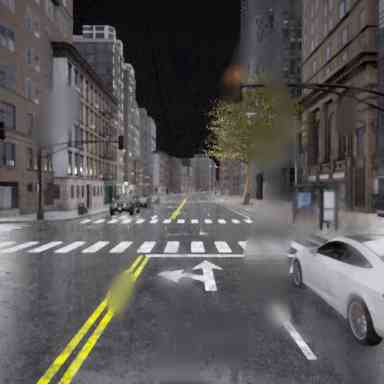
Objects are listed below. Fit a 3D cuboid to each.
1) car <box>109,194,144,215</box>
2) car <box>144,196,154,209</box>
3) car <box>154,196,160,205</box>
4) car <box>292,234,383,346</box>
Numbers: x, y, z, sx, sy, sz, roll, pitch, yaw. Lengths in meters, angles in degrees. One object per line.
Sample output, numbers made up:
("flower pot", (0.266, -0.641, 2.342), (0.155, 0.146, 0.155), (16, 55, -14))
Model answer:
("car", (-6.601, 1.180, 33.322), (2.150, 2.045, 5.566), (0, 0, 1))
("car", (-6.639, 1.412, 43.856), (1.882, 1.535, 5.008), (0, 1, 0))
("car", (-6.633, 1.376, 57.343), (2.128, 1.511, 4.902), (0, 0, 0))
("car", (3.344, 1.521, 6.212), (1.812, 1.442, 4.674), (0, 0, 0))
